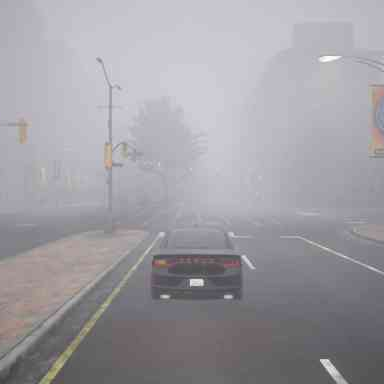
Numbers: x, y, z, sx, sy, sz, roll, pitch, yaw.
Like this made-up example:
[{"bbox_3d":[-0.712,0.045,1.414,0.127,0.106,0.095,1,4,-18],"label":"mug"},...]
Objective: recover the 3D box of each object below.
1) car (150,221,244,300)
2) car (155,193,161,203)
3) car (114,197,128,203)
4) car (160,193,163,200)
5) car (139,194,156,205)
[{"bbox_3d":[0.114,1.478,8.462,1.882,1.535,5.008,0,0,1],"label":"car"},{"bbox_3d":[-7.754,1.526,65.732,1.812,1.442,4.674,0,0,1],"label":"car"},{"bbox_3d":[-14.460,1.595,67.846,1.895,1.301,4.718,0,0,0],"label":"car"},{"bbox_3d":[-7.674,1.225,76.484,2.150,2.045,5.566,0,0,0],"label":"car"},{"bbox_3d":[-7.841,1.505,56.473,1.837,1.490,4.892,0,0,1],"label":"car"}]
